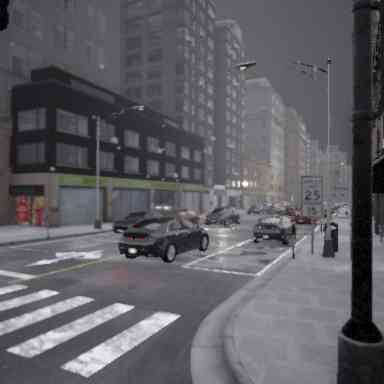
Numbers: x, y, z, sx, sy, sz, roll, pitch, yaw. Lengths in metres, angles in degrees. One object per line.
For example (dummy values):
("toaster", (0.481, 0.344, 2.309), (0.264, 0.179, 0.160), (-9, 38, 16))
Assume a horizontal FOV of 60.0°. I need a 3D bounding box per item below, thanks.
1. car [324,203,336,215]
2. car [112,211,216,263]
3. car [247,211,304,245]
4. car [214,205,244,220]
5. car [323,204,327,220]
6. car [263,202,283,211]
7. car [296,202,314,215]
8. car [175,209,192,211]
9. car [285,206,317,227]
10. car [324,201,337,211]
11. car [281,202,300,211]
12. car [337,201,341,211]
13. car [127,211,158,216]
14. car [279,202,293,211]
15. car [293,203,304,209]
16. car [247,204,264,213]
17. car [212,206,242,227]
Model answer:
("car", (19.248, 2.636, 48.162), (1.947, 1.339, 4.313), (0, -1, 26))
("car", (-0.916, 1.739, 13.141), (1.837, 1.490, 4.892), (0, -1, 26))
("car", (4.421, 1.916, 17.604), (2.008, 1.369, 4.403), (0, -1, 26))
("car", (4.094, 2.209, 36.456), (1.752, 1.417, 4.829), (0, -1, 26))
("car", (14.306, 2.369, 37.976), (1.887, 1.381, 4.507), (0, -1, 26))
("car", (11.685, 2.473, 45.983), (1.812, 1.442, 4.674), (0, -1, 26))
("car", (17.115, 2.438, 50.295), (2.097, 1.767, 4.553), (0, -1, 26))
("car", (-0.776, 2.040, 26.422), (1.802, 1.307, 4.206), (0, -1, 26))
("car", (9.363, 2.134, 27.791), (1.887, 1.381, 4.507), (0, -1, 26))
("car", (21.719, 2.637, 53.257), (1.967, 1.590, 4.097), (0, -1, 26))
("car", (12.664, 2.367, 41.000), (1.837, 1.490, 4.892), (0, -1, 26))
("car", (29.132, 3.156, 68.533), (1.947, 1.339, 4.313), (-1, -2, 26))
("car", (-3.248, 1.913, 21.328), (1.947, 1.339, 4.313), (0, -1, 26))
("car", (18.994, 2.879, 67.171), (1.967, 1.590, 4.097), (0, -2, 26))
("car", (26.408, 3.386, 82.447), (1.887, 1.381, 4.507), (-1, -2, 26))
("car", (9.109, 2.494, 46.795), (1.947, 1.339, 4.313), (0, -1, 26))
("car", (2.604, 2.016, 27.489), (1.837, 1.490, 4.892), (0, -1, 26))
